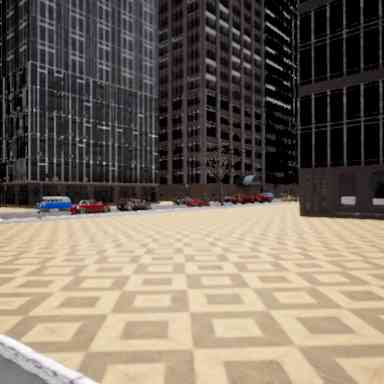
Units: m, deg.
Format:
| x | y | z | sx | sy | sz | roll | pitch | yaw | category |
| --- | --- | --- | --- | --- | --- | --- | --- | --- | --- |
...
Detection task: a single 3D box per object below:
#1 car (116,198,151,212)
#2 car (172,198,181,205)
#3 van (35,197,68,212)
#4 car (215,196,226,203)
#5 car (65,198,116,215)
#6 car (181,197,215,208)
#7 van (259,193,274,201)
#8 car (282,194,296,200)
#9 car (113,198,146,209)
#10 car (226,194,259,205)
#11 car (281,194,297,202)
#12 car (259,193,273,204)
| x | y | z | sx | sy | sz | roll | pitch | yaw | category |
| --- | --- | --- | --- | --- | --- | --- | --- | --- | --- |
| -6.766 | 1.642 | 38.985 | 1.947 | 1.339 | 4.313 | 0 | 1 | 42 | car |
| -1.519 | 1.569 | 57.306 | 1.947 | 1.339 | 4.313 | 0 | 1 | 42 | car |
| -16.919 | 1.503 | 40.555 | 1.690 | 1.788 | 3.998 | 0 | 1 | 42 | van |
| 6.138 | 1.490 | 65.723 | 1.947 | 1.339 | 4.313 | 0 | 1 | 42 | car |
| -10.553 | 1.555 | 34.738 | 1.967 | 1.590 | 4.097 | 0 | 1 | 42 | car |
| 0.840 | 1.579 | 47.444 | 1.802 | 1.307 | 4.206 | 0 | 1 | 42 | car |
| 17.622 | 1.148 | 78.346 | 1.690 | 1.788 | 3.998 | 0 | 1 | 42 | van |
| 25.279 | 1.295 | 86.765 | 1.947 | 1.339 | 4.313 | 0 | 1 | 42 | car |
| -9.180 | 1.626 | 48.897 | 1.887 | 1.381 | 4.507 | 0 | 1 | 42 | car |
| 8.496 | 1.233 | 55.859 | 2.192 | 1.841 | 5.009 | 0 | 1 | 42 | car |
| 20.094 | 1.325 | 68.611 | 1.752 | 1.417 | 4.829 | 0 | 1 | 42 | car |
| 12.323 | 1.194 | 60.067 | 2.192 | 1.841 | 5.009 | 0 | 1 | 42 | car |
